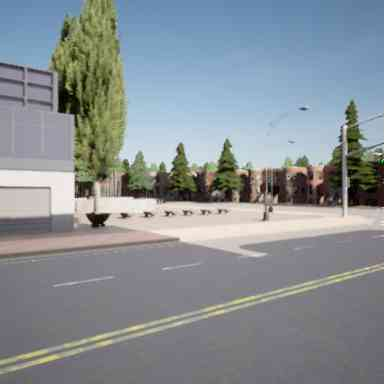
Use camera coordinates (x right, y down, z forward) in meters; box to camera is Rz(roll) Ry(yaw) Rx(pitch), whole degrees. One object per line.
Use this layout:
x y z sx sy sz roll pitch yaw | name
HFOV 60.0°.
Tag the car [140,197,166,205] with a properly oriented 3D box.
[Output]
-7.496 1.589 57.375 4.674 1.442 1.812 0 0 24 | car
